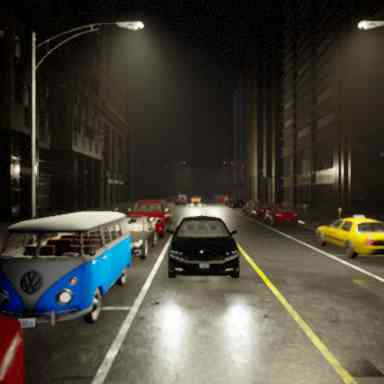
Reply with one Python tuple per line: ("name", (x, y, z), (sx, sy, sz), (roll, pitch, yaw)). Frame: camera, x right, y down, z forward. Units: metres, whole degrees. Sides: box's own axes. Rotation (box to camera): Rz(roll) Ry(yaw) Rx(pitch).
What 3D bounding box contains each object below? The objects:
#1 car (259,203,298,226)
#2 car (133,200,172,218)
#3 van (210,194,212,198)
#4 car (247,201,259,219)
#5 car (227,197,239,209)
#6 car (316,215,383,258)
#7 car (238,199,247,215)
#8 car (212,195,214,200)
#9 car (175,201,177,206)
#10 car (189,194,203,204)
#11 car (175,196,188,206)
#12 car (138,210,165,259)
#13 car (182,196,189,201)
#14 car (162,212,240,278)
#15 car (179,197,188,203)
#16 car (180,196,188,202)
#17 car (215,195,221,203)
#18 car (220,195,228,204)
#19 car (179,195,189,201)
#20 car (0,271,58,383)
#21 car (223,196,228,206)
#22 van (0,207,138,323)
("car", (6.266, 1.636, 23.691), (1.802, 1.307, 4.206), (0, 0, 0))
("car", (-2.294, 1.355, 18.114), (2.192, 1.841, 5.009), (0, 0, 0))
("van", (6.693, 1.580, 91.115), (1.690, 1.788, 3.998), (0, 0, 0))
("car", (6.302, 1.648, 29.309), (1.802, 1.307, 4.206), (0, 0, 0))
("car", (6.408, 1.677, 46.166), (1.947, 1.339, 4.313), (0, 0, 0))
("car", (6.196, 1.554, 12.624), (1.752, 1.417, 4.829), (0, 0, 0))
("car", (6.338, 1.606, 35.098), (1.752, 1.417, 4.829), (0, 0, 0))
("car", (6.622, 1.756, 79.877), (2.008, 1.369, 4.403), (0, 0, 0))
("car", (-2.260, 1.578, 23.562), (1.752, 1.417, 4.829), (0, 0, 0))
("car", (0.784, 1.648, 67.889), (1.882, 1.535, 5.008), (0, 0, 0))
("car", (-2.045, 1.723, 57.441), (1.802, 1.307, 4.206), (0, 0, 0))
("car", (-2.330, 1.578, 12.495), (2.008, 1.369, 4.403), (0, 0, 0))
("car", (-1.832, 1.820, 91.151), (1.802, 1.307, 4.206), (0, 0, 0))
("car", (0.322, 1.501, 10.411), (1.882, 1.535, 5.008), (0, 0, 1))
("car", (-1.939, 1.733, 74.296), (1.887, 1.381, 4.507), (0, 0, 0))
("car", (-1.903, 1.770, 79.915), (1.947, 1.339, 4.313), (0, 0, 0))
("car", (6.551, 1.489, 68.640), (2.192, 1.841, 5.009), (0, 0, 0))
("car", (6.480, 1.582, 57.403), (1.967, 1.590, 4.097), (0, 0, 0))
("car", (-2.010, 1.723, 63.060), (1.947, 1.339, 4.313), (0, 0, 0))
("car", (-2.401, 1.547, 1.259), (1.887, 1.381, 4.507), (0, 0, 0))
("car", (6.444, 1.671, 51.784), (1.887, 1.381, 4.507), (0, 0, 0))
("van", (-2.365, 1.356, 6.878), (1.690, 1.788, 3.998), (0, 0, 0))
